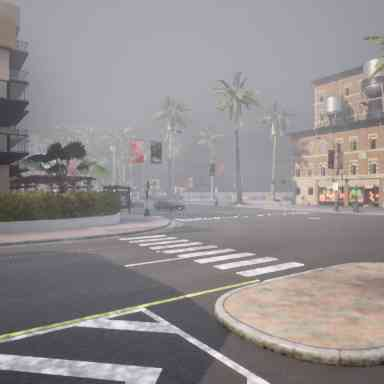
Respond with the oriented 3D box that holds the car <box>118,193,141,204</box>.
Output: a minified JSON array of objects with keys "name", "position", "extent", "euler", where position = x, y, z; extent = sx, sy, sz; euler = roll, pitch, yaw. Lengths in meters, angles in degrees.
[{"name":"car","position":[-12.673,1.221,67.347],"extent":[2.150,2.045,5.566],"euler":[0,0,-38]}]

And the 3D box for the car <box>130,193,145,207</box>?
[{"name":"car","position":[-8.818,1.352,49.650],"extent":[2.097,1.767,4.553],"euler":[0,0,-35]}]

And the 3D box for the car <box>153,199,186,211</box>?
[{"name":"car","position":[-2.949,1.547,41.273],"extent":[2.033,1.411,5.357],"euler":[0,0,-35]}]
